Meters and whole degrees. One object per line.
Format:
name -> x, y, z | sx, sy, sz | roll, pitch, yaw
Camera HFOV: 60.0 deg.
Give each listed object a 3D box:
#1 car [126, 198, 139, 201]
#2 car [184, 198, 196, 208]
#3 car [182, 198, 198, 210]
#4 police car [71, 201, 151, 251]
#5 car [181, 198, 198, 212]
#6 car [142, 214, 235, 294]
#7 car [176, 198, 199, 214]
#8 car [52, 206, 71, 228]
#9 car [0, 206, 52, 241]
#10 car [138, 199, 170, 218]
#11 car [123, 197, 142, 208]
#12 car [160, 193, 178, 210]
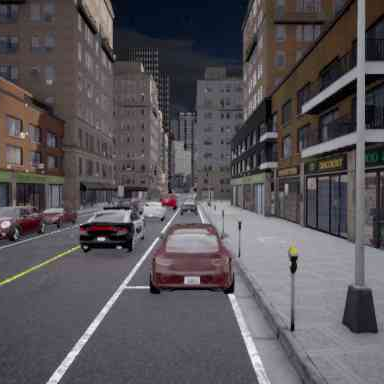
car -> -6.239, 1.552, 30.767 | 1.994, 1.385, 4.181 | 0, 0, 0
car -> -0.276, 1.554, 49.696 | 1.802, 1.307, 4.206 | -1, 0, 0
car -> -0.277, 1.543, 44.111 | 1.947, 1.339, 4.313 | -1, 0, 0
police car -> -3.147, 1.421, 14.125 | 1.930, 1.638, 5.238 | 0, 0, 0
car -> -0.279, 1.507, 38.694 | 1.752, 1.417, 4.829 | -1, 0, 0
car -> 0.003, 1.523, 8.652 | 1.812, 1.442, 4.674 | 0, 0, 0
car -> -0.280, 1.537, 32.939 | 2.008, 1.369, 4.403 | -1, 0, 0
car -> -8.822, 1.575, 21.767 | 1.802, 1.307, 4.206 | -1, 0, 0
car -> -8.823, 1.435, 16.181 | 1.967, 1.590, 4.097 | -1, 0, 0
car -> -3.057, 1.517, 26.926 | 1.812, 1.442, 4.674 | 0, 0, 0
car -> -8.822, 1.516, 49.695 | 1.887, 1.381, 4.507 | -1, 0, 0
car -> -3.052, 1.199, 43.157 | 2.150, 2.045, 5.566 | 0, 0, 1
